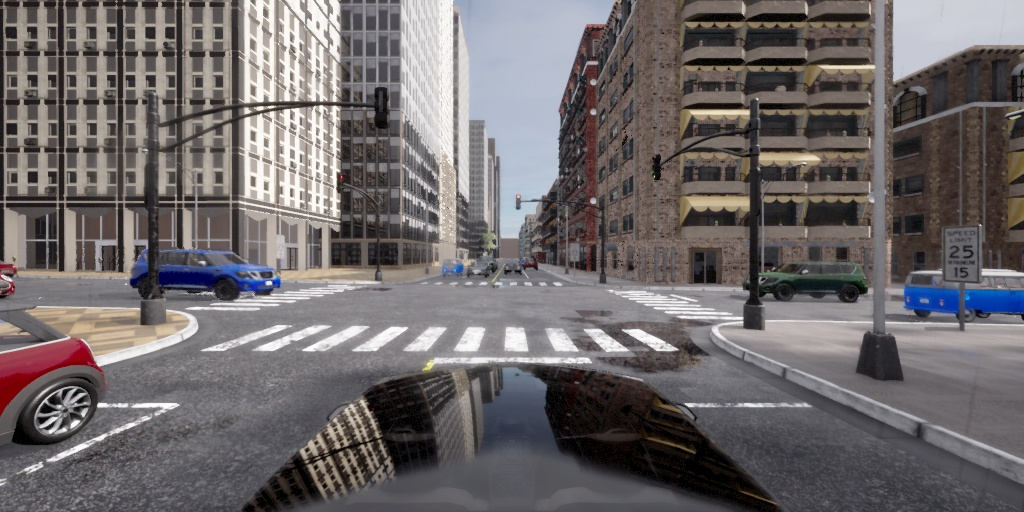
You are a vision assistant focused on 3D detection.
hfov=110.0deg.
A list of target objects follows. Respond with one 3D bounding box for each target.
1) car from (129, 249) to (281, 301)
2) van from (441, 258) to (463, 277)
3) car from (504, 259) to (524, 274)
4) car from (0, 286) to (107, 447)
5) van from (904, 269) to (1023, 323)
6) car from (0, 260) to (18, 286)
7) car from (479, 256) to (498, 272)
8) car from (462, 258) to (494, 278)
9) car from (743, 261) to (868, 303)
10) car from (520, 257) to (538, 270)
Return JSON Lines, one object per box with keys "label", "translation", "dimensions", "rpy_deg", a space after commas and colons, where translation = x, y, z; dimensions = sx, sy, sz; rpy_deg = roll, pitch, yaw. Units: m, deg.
{"label": "car", "translation": [-13.124, 0.751, 15.485], "dimensions": [5.566, 2.045, 2.150], "rpy_deg": [1, 0, 4]}
{"label": "van", "translation": [-5.715, 1.097, 34.823], "dimensions": [1.690, 1.789, 3.998], "rpy_deg": [0, 0, 0]}
{"label": "car", "translation": [0.084, 1.359, 40.164], "dimensions": [1.895, 1.301, 4.718], "rpy_deg": [0, 0, 0]}
{"label": "car", "translation": [-5.691, 1.190, 2.349], "dimensions": [1.967, 1.591, 4.097], "rpy_deg": [0, 0, 0]}
{"label": "van", "translation": [16.904, 1.453, 13.083], "dimensions": [3.998, 1.789, 1.690], "rpy_deg": [0, 0, 0]}
{"label": "car", "translation": [-21.156, 0.818, 13.104], "dimensions": [4.097, 1.591, 1.967], "rpy_deg": [0, 0, 0]}
{"label": "car", "translation": [-3.131, 0.982, 43.850], "dimensions": [2.150, 2.045, 5.566], "rpy_deg": [0, 0, 0]}
{"label": "car", "translation": [-3.126, 1.247, 33.957], "dimensions": [2.128, 1.511, 4.902], "rpy_deg": [0, 0, 0]}
{"label": "car", "translation": [15.446, 1.297, 19.004], "dimensions": [5.566, 2.045, 2.150], "rpy_deg": [1, 0, 0]}
{"label": "car", "translation": [2.652, 1.079, 51.483], "dimensions": [2.192, 1.841, 5.009], "rpy_deg": [0, 0, 0]}
